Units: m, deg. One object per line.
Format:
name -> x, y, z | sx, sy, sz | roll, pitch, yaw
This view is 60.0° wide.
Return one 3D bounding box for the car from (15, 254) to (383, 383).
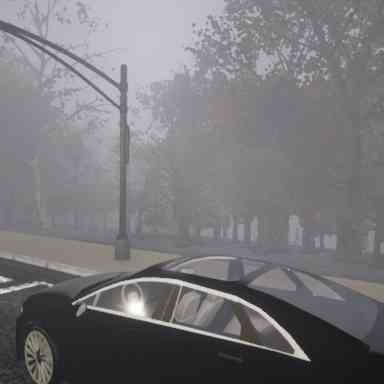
car -> -0.017, 1.490, 3.712 | 4.902, 1.511, 2.128 | 0, 0, 34
